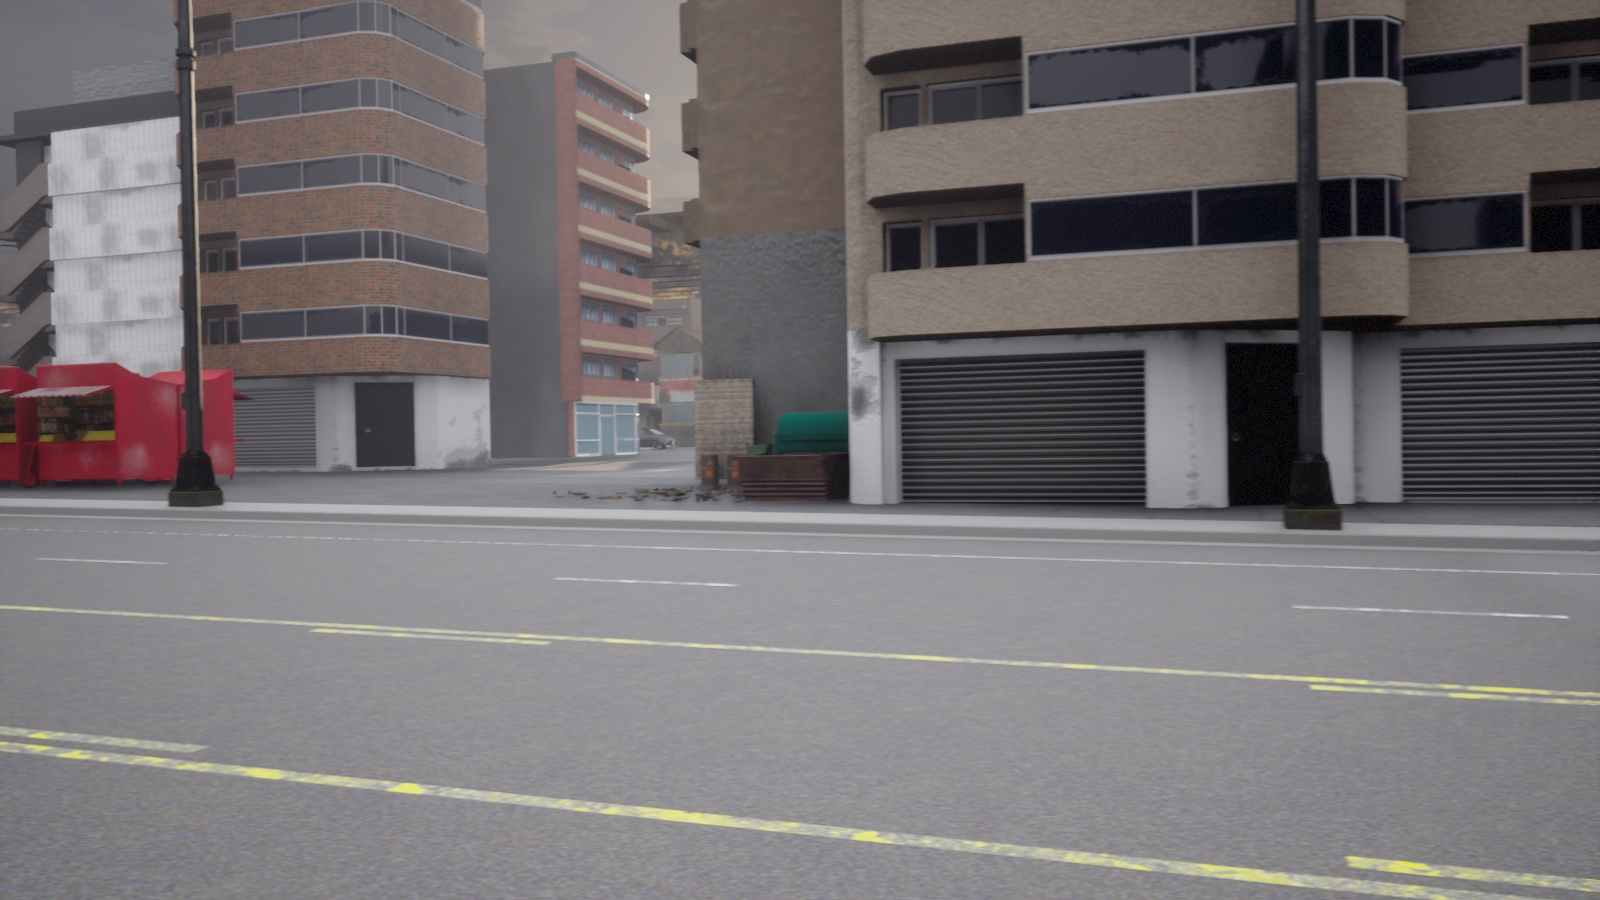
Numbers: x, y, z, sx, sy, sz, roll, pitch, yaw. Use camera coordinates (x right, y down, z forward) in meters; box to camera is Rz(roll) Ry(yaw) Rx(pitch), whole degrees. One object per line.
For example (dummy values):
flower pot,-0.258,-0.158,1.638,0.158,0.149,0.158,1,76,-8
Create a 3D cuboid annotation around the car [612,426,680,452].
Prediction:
car,-9.509,-0.681,77.666,3.705,1.549,1.789,0,1,19
